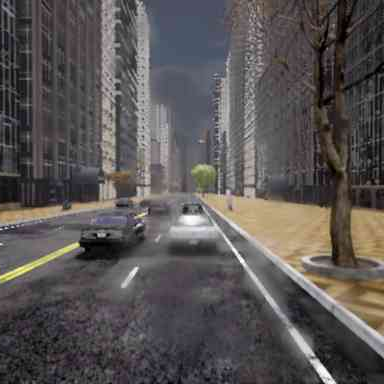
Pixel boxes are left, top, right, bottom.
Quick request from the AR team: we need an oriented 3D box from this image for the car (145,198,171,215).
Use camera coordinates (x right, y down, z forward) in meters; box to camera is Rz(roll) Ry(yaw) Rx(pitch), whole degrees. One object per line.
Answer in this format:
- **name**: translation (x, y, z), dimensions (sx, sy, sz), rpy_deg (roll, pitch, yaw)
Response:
- **car**: translation (-3.150, 1.532, 32.951), dimensions (1.994, 1.385, 4.181), rpy_deg (0, 0, 0)

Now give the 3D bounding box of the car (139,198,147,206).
- **car**: translation (-6.566, 1.515, 49.411), dimensions (1.994, 1.385, 4.181), rpy_deg (0, 0, 0)

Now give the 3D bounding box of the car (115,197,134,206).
- **car**: translation (-9.817, 1.500, 48.635), dimensions (2.033, 1.411, 5.357), rpy_deg (0, 0, 1)

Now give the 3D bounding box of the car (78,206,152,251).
- **car**: translation (-3.143, 1.534, 14.046), dimensions (2.033, 1.411, 5.357), rpy_deg (0, 0, 0)

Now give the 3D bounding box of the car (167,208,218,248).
- **car**: translation (0.070, 1.586, 14.538), dimensions (1.895, 1.301, 4.718), rpy_deg (0, 0, 0)

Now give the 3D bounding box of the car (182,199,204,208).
- **car**: translation (0.093, 1.460, 32.439), dimensions (2.128, 1.511, 4.902), rpy_deg (0, 0, 0)
